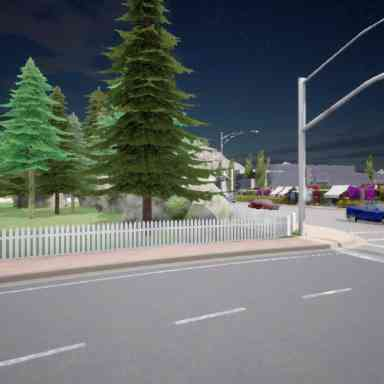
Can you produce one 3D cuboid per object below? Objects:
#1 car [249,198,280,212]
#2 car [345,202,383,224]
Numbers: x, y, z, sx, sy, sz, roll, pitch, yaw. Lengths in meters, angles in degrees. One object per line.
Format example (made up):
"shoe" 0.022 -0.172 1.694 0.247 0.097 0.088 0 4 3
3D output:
"car" 8.619 1.533 39.843 1.882 1.535 5.008 0 0 -17
"car" 13.364 1.533 23.926 1.882 1.535 5.008 0 0 -17
